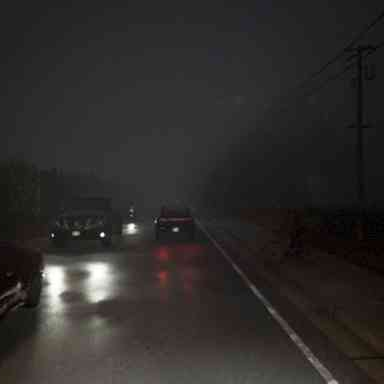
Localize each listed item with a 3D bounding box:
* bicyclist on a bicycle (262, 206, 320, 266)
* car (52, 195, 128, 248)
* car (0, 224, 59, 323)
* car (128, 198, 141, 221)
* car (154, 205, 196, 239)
[{"bbox_3d":[2.716,1.212,9.119,1.656,1.620,0.582,-1,0,-4],"label":"bicyclist on a bicycle"},{"bbox_3d":[-4.455,1.154,14.961,2.150,2.045,5.566,-1,0,-4],"label":"car"},{"bbox_3d":[-3.818,1.522,5.104,1.812,1.442,4.674,-1,0,-4],"label":"car"},{"bbox_3d":[-5.096,1.219,25.201,2.097,1.767,4.553,-1,0,-3],"label":"car"},{"bbox_3d":[-0.855,1.382,16.583,2.128,1.511,4.902,-1,0,-4],"label":"car"}]
